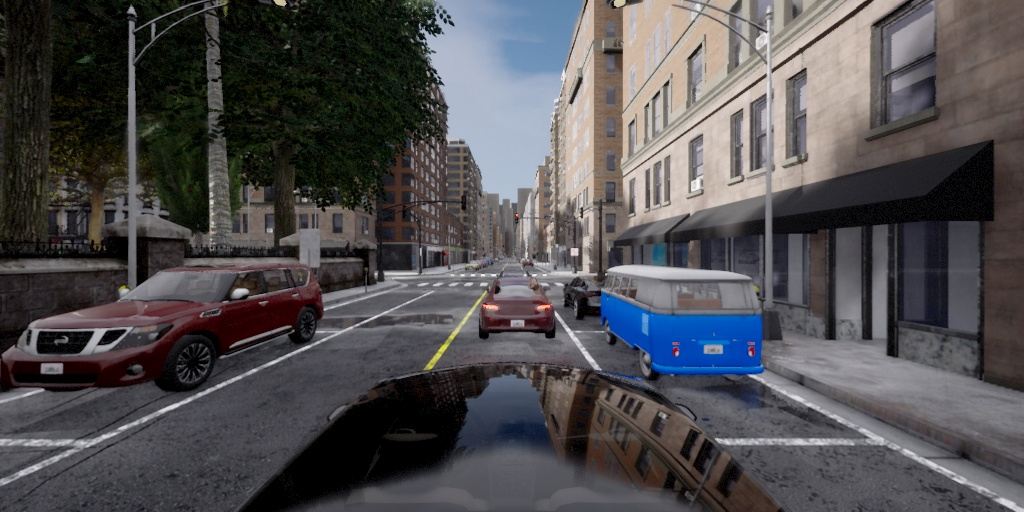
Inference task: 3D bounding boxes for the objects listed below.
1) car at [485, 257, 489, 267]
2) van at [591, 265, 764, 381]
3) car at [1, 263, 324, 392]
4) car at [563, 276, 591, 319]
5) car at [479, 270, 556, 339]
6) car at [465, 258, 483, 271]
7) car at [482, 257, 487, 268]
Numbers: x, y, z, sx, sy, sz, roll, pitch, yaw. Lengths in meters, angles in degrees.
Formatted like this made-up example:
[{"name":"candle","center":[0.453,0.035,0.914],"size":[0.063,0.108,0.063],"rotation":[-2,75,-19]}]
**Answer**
[{"name":"car","center":[-5.522,1.328,61.516],"size":[1.888,1.381,4.507],"rotation":[0,0,0]},{"name":"van","center":[2.869,1.096,6.945],"size":[1.690,1.789,3.998],"rotation":[0,0,0]},{"name":"car","center":[-5.656,1.069,6.926],"size":[2.192,1.841,5.009],"rotation":[0,0,0]},{"name":"car","center":[2.883,1.325,12.605],"size":[1.948,1.339,4.313],"rotation":[0,0,0]},{"name":"car","center":[0.125,1.283,9.987],"size":[1.812,1.442,4.674],"rotation":[0,0,0]},{"name":"car","center":[-5.549,1.300,50.445],"size":[1.751,1.417,4.829],"rotation":[0,0,0]},{"name":"car","center":[-5.536,1.329,56.065],"size":[2.007,1.370,4.403],"rotation":[0,0,0]}]
